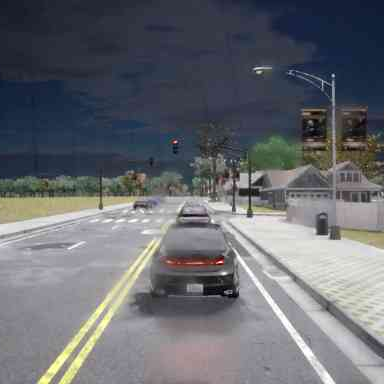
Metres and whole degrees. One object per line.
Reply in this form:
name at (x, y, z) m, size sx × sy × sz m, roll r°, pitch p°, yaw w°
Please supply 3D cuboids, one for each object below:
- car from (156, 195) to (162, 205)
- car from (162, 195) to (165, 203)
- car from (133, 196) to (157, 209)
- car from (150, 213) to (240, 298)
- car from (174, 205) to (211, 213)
car at (-6.642, 1.482, 55.635) m, size 1.882 × 1.535 × 5.008 m, roll 0°, pitch 0°, yaw 0°
car at (-6.595, 1.356, 66.400) m, size 2.097 × 1.767 × 4.553 m, roll 0°, pitch 0°, yaw 0°
car at (-6.622, 1.556, 45.537) m, size 2.033 × 1.411 × 5.357 m, roll 0°, pitch 0°, yaw 4°
car at (0.075, 1.510, 8.500) m, size 1.837 × 1.490 × 4.892 m, roll 0°, pitch 0°, yaw 1°
car at (0.056, 1.501, 18.770) m, size 2.128 × 1.511 × 4.902 m, roll 0°, pitch 0°, yaw -2°
